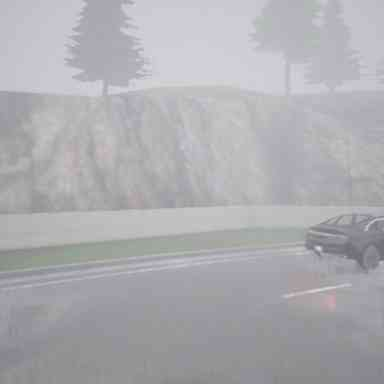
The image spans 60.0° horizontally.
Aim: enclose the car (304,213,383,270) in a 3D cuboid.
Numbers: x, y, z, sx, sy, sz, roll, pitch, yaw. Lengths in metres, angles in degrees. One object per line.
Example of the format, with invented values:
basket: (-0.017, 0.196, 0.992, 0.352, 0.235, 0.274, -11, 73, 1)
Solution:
car: (5.903, 1.427, 10.583, 4.902, 1.511, 2.128, 0, 0, -23)
